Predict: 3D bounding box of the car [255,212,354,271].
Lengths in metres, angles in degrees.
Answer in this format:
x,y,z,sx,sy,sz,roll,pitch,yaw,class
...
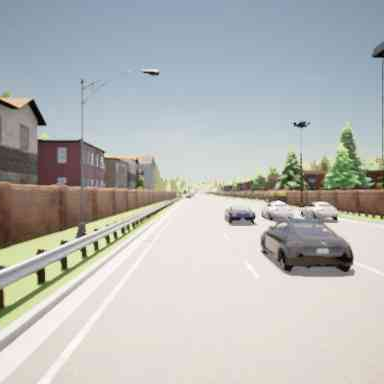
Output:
x,y,z,sx,sy,sz,roll,pitch,yaw,class
3.563,1.580,11.026,1.994,1.385,4.181,0,0,0,car

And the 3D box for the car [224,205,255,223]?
x,y,z,sx,sy,sz,roll,pitch,yaw,class
3.559,1.643,25.402,1.895,1.301,4.718,0,0,0,car

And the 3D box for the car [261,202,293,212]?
x,y,z,sx,sy,sz,roll,pitch,yaw,class
7.071,1.572,27.841,1.812,1.442,4.674,0,0,0,car

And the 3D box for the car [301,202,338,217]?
x,y,z,sx,sy,sz,roll,pitch,yaw,class
10.571,1.572,27.782,1.812,1.442,4.674,0,0,0,car
